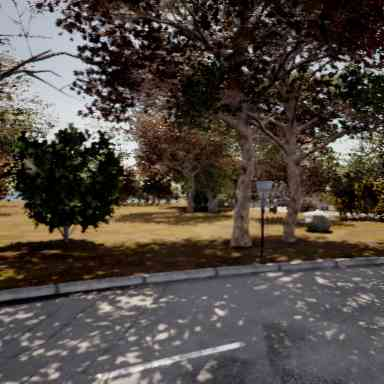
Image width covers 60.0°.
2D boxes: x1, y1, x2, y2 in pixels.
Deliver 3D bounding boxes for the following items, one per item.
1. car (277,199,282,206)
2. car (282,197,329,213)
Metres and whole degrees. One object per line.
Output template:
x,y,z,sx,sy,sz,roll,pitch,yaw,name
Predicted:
16.078,1.628,55.460,4.902,1.511,2.128,2,-1,-43,car
12.442,1.372,35.791,2.097,1.767,4.553,1,0,-29,car
